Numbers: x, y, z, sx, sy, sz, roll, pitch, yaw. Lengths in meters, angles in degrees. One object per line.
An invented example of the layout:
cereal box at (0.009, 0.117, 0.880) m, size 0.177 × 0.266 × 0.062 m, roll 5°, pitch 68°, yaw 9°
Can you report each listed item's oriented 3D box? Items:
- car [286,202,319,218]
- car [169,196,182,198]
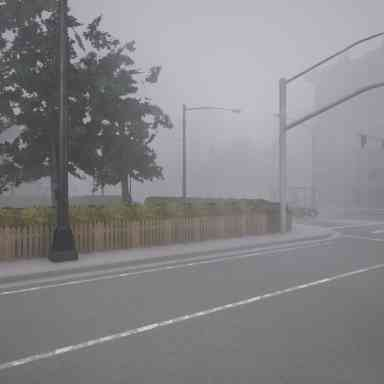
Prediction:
car at (8.953, 1.601, 29.941) m, size 1.895 × 1.301 × 4.718 m, roll 0°, pitch 0°, yaw -35°
car at (-1.852, 1.352, 45.486) m, size 2.097 × 1.767 × 4.553 m, roll 0°, pitch 0°, yaw -35°
